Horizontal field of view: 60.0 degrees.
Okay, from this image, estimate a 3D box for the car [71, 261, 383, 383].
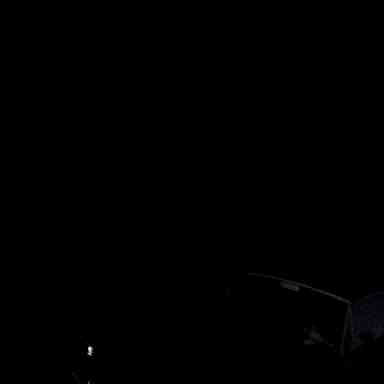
[{"bbox_3d":[1.205,1.609,3.799,4.718,1.301,1.895,0,0,-35],"label":"car"}]
